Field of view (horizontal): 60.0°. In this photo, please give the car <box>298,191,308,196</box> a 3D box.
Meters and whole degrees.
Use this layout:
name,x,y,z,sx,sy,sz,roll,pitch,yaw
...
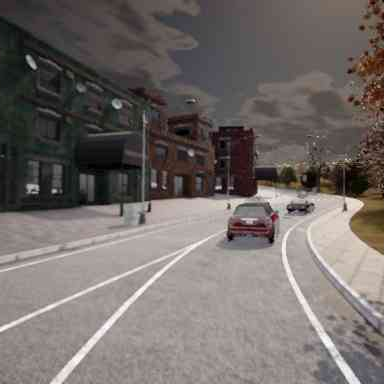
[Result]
name,x,y,z,sx,sy,sz,roll,pitch,yaw
car,23.085,0.499,68.984,1.812,1.442,4.674,0,1,16

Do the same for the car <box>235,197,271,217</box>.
name,x,y,z,sx,sy,sz,roll,pitch,yaw
car,5.845,1.337,31.446,1.882,1.535,5.008,-1,0,29

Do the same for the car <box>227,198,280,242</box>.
name,x,y,z,sx,sy,sz,roll,pitch,yaw
car,3.153,1.314,16.413,2.097,1.767,4.553,0,0,18

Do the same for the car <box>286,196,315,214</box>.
name,x,y,z,sx,sy,sz,roll,pitch,yaw
car,10.696,1.396,32.484,1.895,1.301,4.718,0,1,29
